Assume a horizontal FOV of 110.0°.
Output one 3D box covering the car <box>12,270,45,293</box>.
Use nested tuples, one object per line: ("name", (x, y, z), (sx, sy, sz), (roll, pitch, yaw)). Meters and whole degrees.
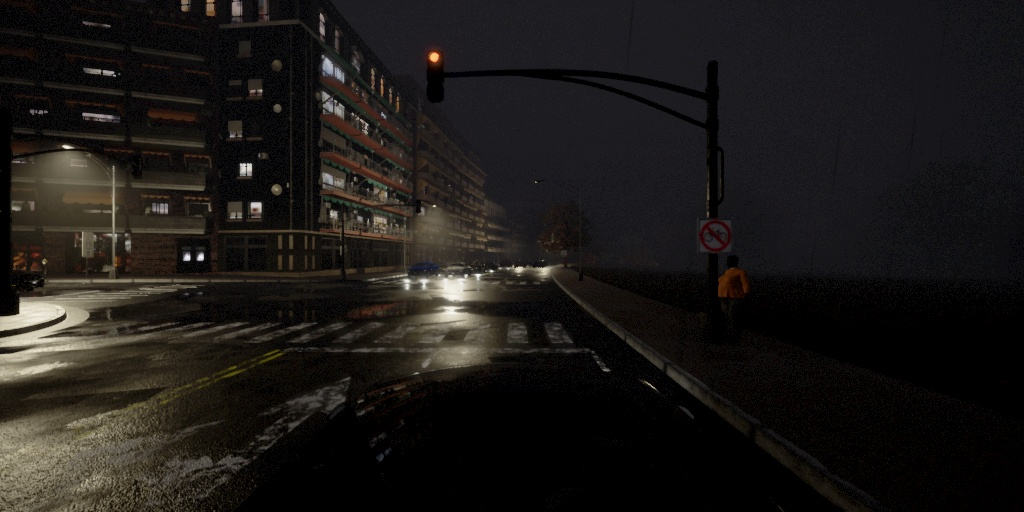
("car", (-23.107, 0.889, 14.927), (4.892, 1.490, 1.837), (1, -1, -16))

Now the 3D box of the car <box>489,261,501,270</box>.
("car", (-3.318, 1.449, 53.916), (1.994, 1.385, 4.181), (0, 0, 8))

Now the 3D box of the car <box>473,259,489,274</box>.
("car", (-4.437, 1.350, 43.995), (1.837, 1.490, 4.892), (0, 0, 6))

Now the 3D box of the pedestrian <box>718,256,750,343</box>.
("pedestrian", (4.759, 0.893, 7.708), (0.375, 1.860, 0.375), (0, 0, 1))

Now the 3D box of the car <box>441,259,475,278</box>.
("car", (-5.230, 1.336, 35.142), (1.812, 1.442, 4.674), (0, 0, 5))

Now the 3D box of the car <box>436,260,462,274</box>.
("car", (-7.667, 1.323, 44.350), (1.882, 1.535, 5.008), (0, 0, 6))

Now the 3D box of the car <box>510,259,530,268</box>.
("car", (1.528, 1.489, 64.987), (2.033, 1.411, 5.357), (0, 0, 9))

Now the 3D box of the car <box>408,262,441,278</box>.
("car", (-8.515, 1.287, 34.818), (1.882, 1.535, 5.008), (0, 0, 4))
